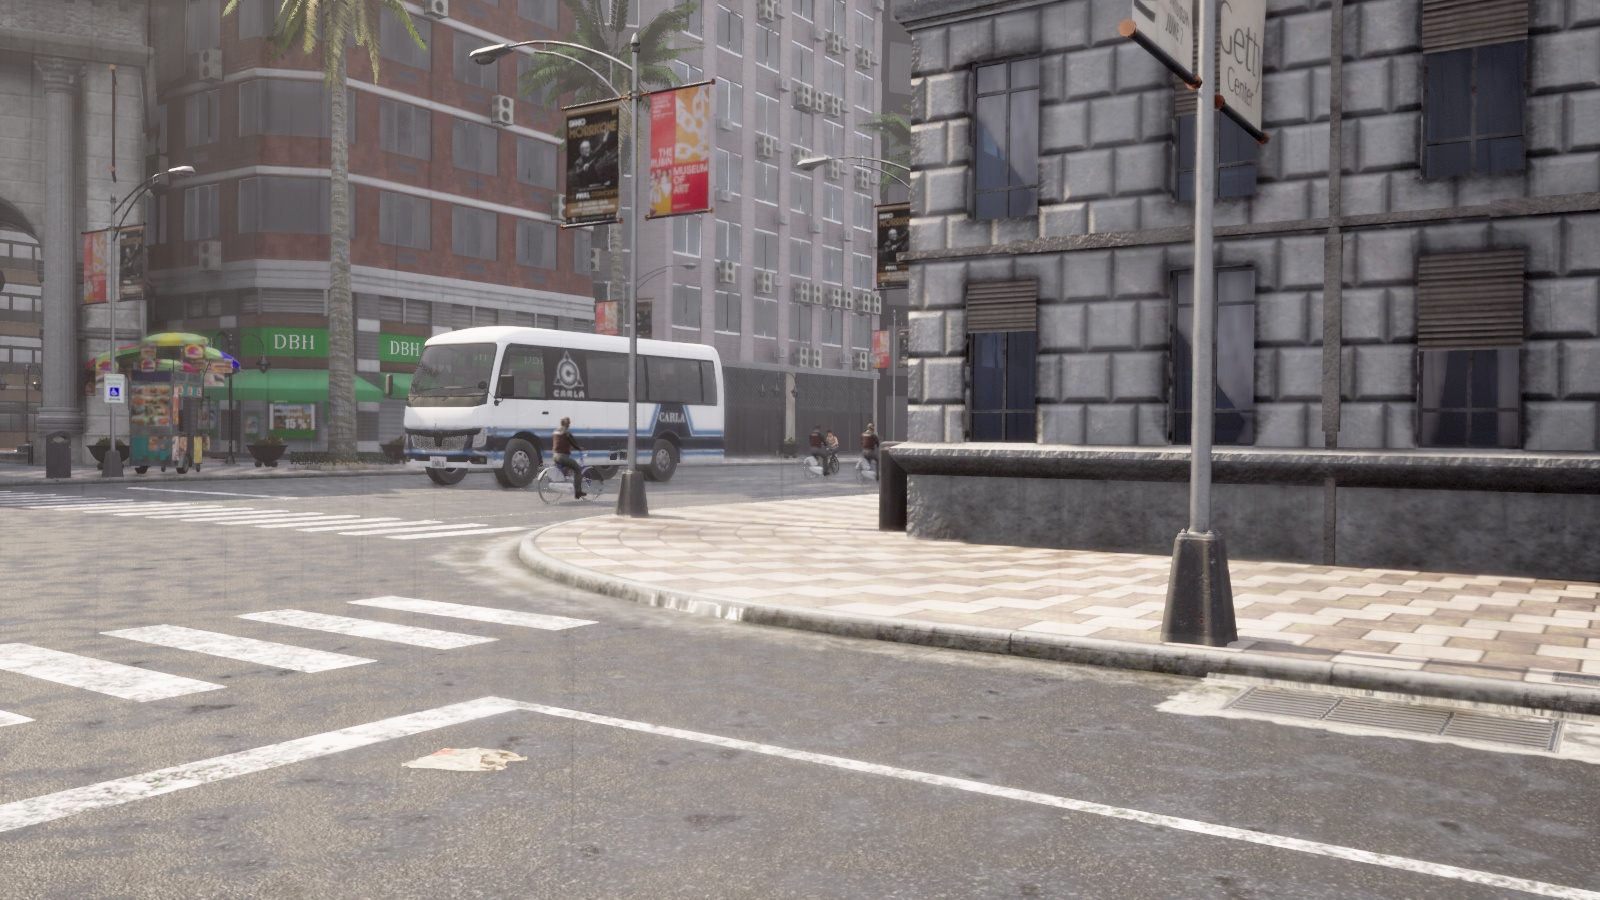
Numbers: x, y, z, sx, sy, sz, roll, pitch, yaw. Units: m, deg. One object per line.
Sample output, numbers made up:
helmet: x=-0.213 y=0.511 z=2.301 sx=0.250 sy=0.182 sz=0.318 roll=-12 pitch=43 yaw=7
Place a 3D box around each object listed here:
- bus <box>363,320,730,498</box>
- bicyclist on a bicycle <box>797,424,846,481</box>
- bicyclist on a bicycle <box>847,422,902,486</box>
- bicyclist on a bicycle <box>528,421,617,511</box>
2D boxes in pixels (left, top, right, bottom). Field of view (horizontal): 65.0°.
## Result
bus: x=-6.666 y=-1.064 z=35.331 sx=3.944 sy=4.253 sz=10.273 roll=0 pitch=1 yaw=34
bicyclist on a bicycle: x=0.696 y=0.050 z=40.000 sx=0.659 sy=1.776 sz=1.843 roll=0 pitch=1 yaw=35
bicyclist on a bicycle: x=2.142 y=0.093 z=35.883 sx=0.659 sy=1.776 sz=1.843 roll=0 pitch=1 yaw=35
bicyclist on a bicycle: x=-4.642 y=0.293 z=25.714 sx=0.659 sy=1.776 sz=1.843 roll=0 pitch=1 yaw=34
